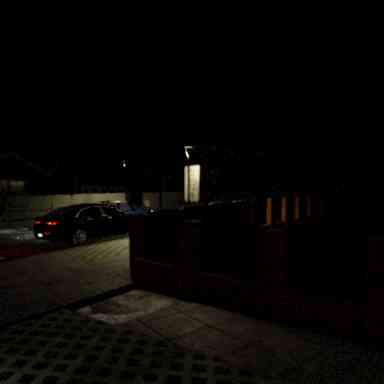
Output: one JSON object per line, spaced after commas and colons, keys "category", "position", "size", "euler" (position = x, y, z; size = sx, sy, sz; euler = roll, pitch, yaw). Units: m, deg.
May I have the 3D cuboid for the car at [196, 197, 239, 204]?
{"category": "car", "position": [2.367, 1.037, 25.788], "size": [1.895, 1.301, 4.718], "euler": [1, 2, 44]}

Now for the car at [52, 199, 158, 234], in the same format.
{"category": "car", "position": [-4.522, 1.191, 18.124], "size": [2.033, 1.411, 5.357], "euler": [1, 2, 41]}

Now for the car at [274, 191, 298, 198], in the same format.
{"category": "car", "position": [9.833, 0.721, 33.078], "size": [5.008, 1.535, 1.882], "euler": [-1, 2, -42]}

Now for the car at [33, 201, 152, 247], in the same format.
{"category": "car", "position": [-4.055, 1.253, 14.020], "size": [1.837, 1.490, 4.892], "euler": [-1, 1, 37]}
